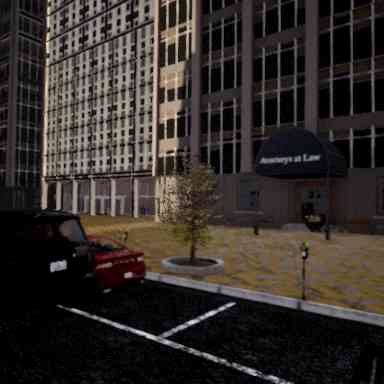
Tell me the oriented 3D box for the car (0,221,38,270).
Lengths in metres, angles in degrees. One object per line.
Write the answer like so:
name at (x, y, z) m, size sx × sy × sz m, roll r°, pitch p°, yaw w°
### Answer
car at (-7.884, 1.859, 12.494) m, size 4.829 × 1.417 × 1.752 m, roll -1°, pitch -2°, yaw 37°

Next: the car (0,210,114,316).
car at (-4.457, 1.417, 7.389) m, size 5.566 × 2.045 × 2.150 m, roll -1°, pitch -1°, yaw 37°

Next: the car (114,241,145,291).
car at (-3.246, 1.804, 8.990) m, size 4.507 × 1.381 × 1.887 m, roll -1°, pitch -2°, yaw 37°

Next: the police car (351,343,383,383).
police car at (3.447, 1.496, 1.336) m, size 5.238 × 1.638 × 1.930 m, roll -1°, pitch -2°, yaw 32°
